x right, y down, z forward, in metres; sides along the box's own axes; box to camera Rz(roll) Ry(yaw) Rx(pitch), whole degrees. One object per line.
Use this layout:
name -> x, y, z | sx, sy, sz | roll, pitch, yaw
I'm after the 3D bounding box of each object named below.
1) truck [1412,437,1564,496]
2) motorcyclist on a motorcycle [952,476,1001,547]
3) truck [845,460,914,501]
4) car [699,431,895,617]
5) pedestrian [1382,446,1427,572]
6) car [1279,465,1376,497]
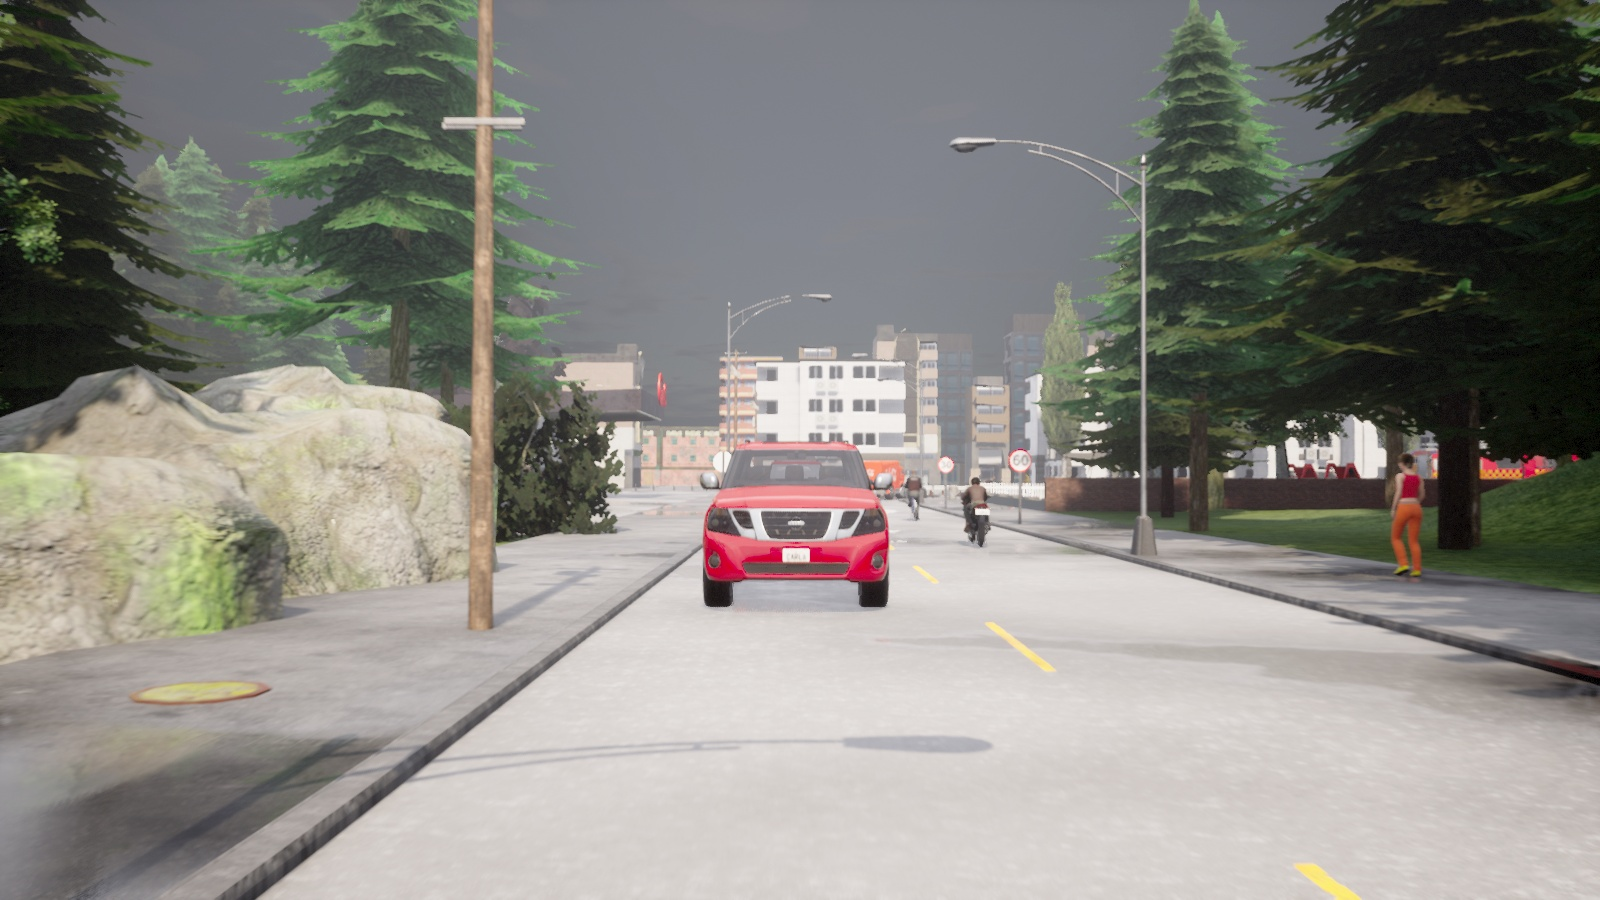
truck -> 45.800, 1.137, 83.781 | 8.468, 3.827, 2.891 | 0, -1, 0
motorcyclist on a motorcycle -> 3.931, 1.346, 28.155 | 0.797, 1.523, 2.044 | 0, -1, 0
truck -> 5.080, 1.907, 79.591 | 2.627, 2.467, 5.204 | -1, 0, 24
car -> -0.042, 0.870, 16.664 | 2.150, 2.045, 5.566 | 0, -1, 0
pedestrian -> 8.990, 0.865, 18.694 | 0.345, 1.836, 0.594 | 0, -1, -3
car -> 35.123, 2.063, 83.744 | 5.566, 2.045, 2.150 | 0, -1, 0
